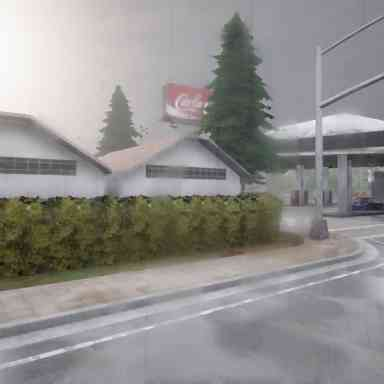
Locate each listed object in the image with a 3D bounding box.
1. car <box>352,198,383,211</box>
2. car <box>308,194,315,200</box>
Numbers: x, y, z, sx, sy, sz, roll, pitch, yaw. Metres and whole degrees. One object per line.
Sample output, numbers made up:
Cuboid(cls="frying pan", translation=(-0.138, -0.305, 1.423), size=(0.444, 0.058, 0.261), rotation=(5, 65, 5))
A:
Cuboid(cls="car", translation=(20.814, 1.480, 39.371), size=(4.611, 1.667, 2.242), rotation=(0, 0, -36))
Cuboid(cls="car", translation=(31.815, 1.330, 88.879), size=(2.152, 1.636, 5.027), rotation=(0, 0, -36))
